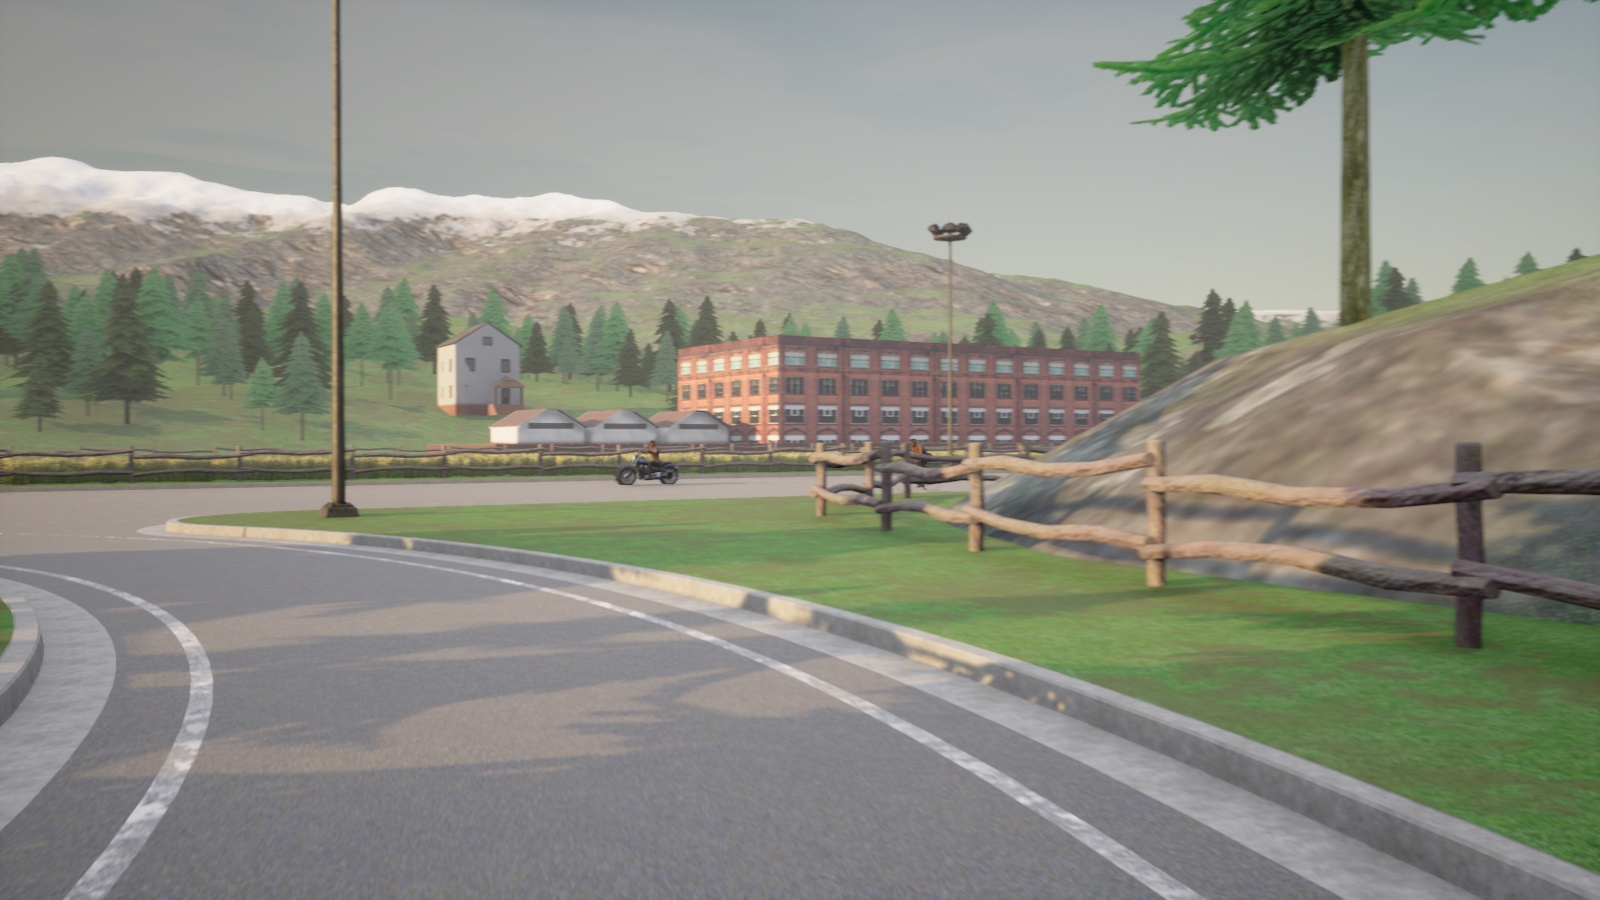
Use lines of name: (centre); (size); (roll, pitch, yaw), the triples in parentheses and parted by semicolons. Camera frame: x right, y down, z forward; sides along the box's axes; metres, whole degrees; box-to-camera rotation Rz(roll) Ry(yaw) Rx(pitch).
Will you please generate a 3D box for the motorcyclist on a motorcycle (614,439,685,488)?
motorcyclist on a motorcycle: (-5.270, 0.453, 43.990); (2.350, 1.649, 0.766); (0, 0, -31)
